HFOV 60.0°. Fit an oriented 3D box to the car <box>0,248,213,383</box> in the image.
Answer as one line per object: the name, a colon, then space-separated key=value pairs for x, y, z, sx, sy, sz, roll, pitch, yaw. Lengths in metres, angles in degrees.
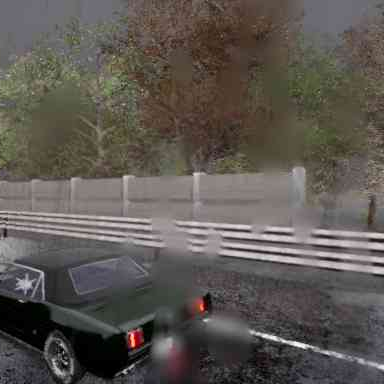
car: x=-2.120 y=1.609 z=5.372 sx=4.718 sy=1.301 sz=1.895 roll=0 pitch=0 yaw=36
